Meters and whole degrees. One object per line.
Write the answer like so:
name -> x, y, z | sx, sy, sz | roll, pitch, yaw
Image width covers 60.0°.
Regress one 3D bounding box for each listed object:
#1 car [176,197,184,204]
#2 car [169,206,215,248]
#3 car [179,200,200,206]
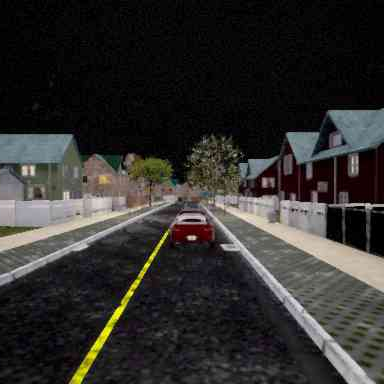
car -> -2.742, 1.855, 75.974 | 1.837, 1.490, 4.892 | 0, -1, 0
car -> 0.000, 1.547, 14.654 | 1.812, 1.442, 4.674 | 0, 0, 0
car -> 0.000, 1.678, 29.687 | 1.895, 1.301, 4.718 | 0, 0, 0
